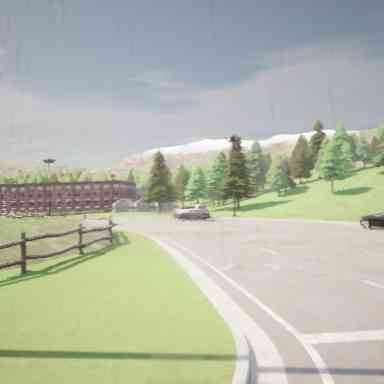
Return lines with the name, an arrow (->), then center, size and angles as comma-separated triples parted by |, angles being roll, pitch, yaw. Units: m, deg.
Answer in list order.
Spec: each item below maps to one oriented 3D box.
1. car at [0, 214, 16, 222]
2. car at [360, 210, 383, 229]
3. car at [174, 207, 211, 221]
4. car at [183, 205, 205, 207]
car -> -30.167, 4.160, 52.623 | 4.181, 1.385, 1.994 | -2, -2, 9
car -> 14.141, 1.954, 23.554 | 2.128, 1.511, 4.902 | -1, -2, -15
car -> 0.043, 3.069, 43.850 | 5.357, 1.411, 2.033 | -3, -3, 45
car -> -0.255, 2.919, 48.722 | 5.566, 2.045, 2.150 | -3, -3, 43
